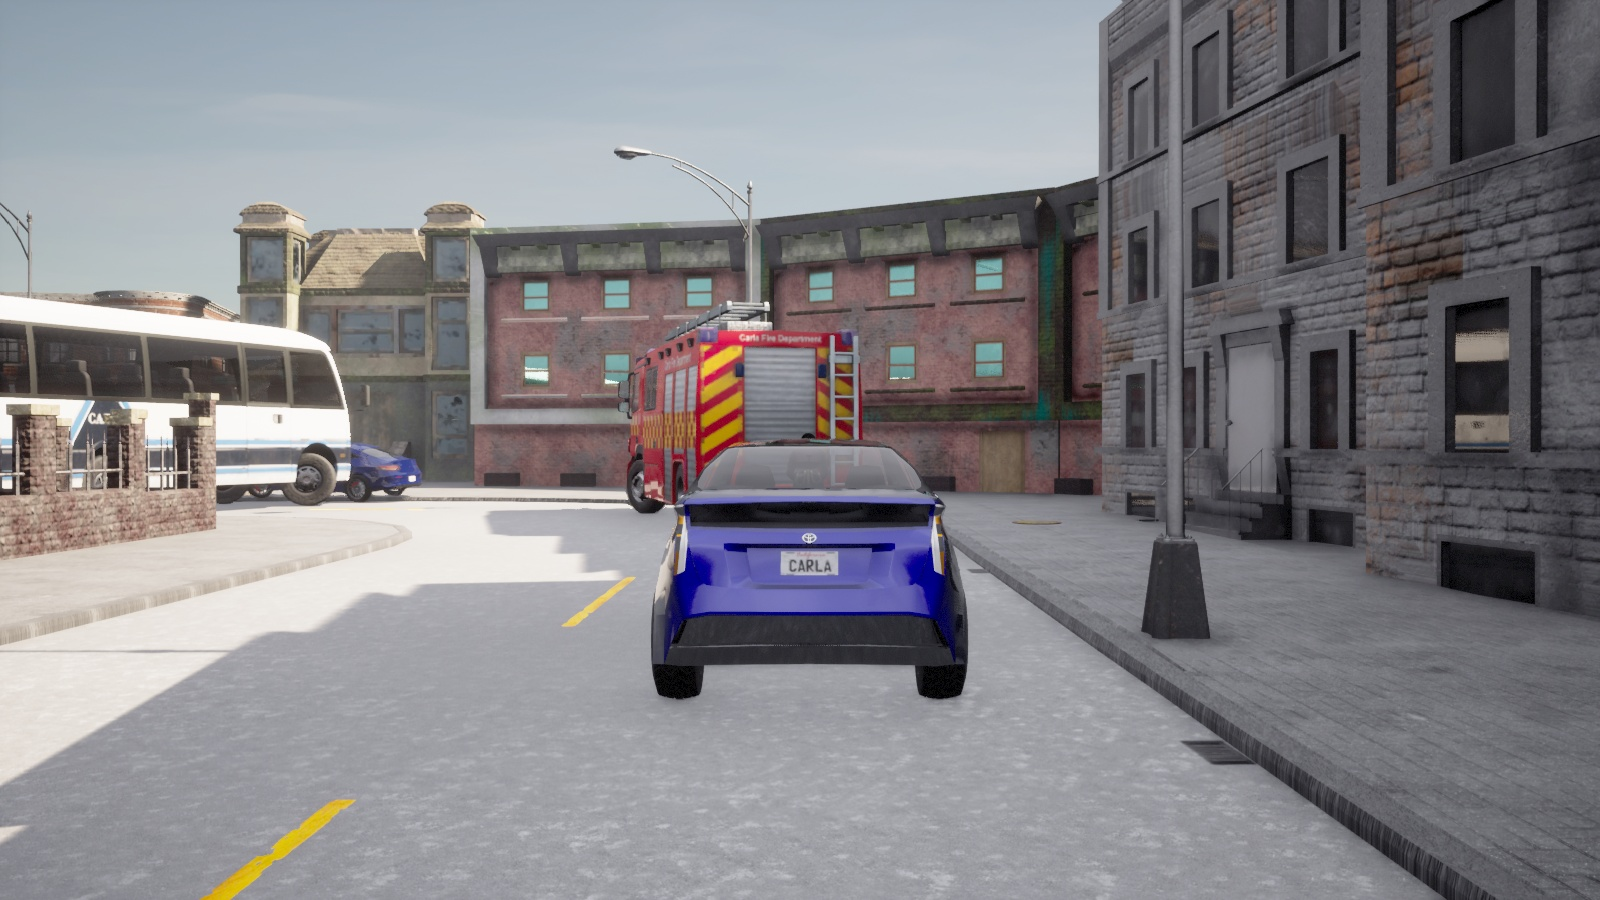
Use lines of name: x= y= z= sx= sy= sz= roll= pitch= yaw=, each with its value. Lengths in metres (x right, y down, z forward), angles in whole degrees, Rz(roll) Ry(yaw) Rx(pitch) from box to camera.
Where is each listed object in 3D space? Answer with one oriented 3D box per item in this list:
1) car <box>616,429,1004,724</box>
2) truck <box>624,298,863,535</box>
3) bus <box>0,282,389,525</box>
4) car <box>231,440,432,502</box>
car: x=0.064 y=0.644 z=8.761 sx=2.007 sy=1.525 sz=4.514 roll=0 pitch=0 yaw=0
truck: x=-1.470 y=-0.562 z=24.702 sx=2.891 sy=3.827 sz=8.468 roll=0 pitch=0 yaw=-15
bus: x=-14.007 y=-0.832 z=27.531 sx=3.944 sy=4.253 sz=10.273 roll=0 pitch=0 yaw=20
car: x=-12.156 y=0.511 z=32.638 sx=4.674 sy=1.442 sz=1.812 roll=1 pitch=2 yaw=14
